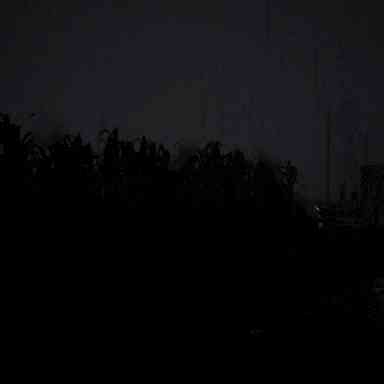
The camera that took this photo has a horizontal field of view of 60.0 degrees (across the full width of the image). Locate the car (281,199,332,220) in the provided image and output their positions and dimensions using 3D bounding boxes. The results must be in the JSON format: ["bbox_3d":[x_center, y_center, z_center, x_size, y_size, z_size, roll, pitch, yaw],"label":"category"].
[{"bbox_3d":[8.957,1.333,27.007,2.097,1.767,4.553,0,0,-36],"label":"car"}]
